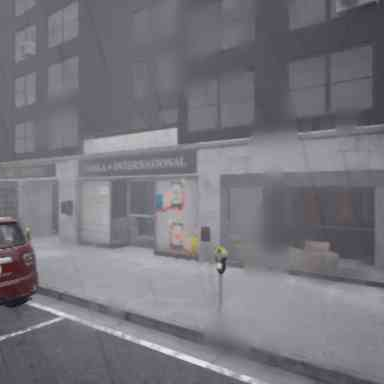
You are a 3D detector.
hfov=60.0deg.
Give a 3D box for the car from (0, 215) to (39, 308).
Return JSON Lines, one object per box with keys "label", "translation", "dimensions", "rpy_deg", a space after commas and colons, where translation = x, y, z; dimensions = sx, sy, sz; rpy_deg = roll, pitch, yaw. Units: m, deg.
{"label": "car", "translation": [-5.142, 1.370, 6.735], "dimensions": [5.009, 1.841, 2.192], "rpy_deg": [0, 0, 36]}
